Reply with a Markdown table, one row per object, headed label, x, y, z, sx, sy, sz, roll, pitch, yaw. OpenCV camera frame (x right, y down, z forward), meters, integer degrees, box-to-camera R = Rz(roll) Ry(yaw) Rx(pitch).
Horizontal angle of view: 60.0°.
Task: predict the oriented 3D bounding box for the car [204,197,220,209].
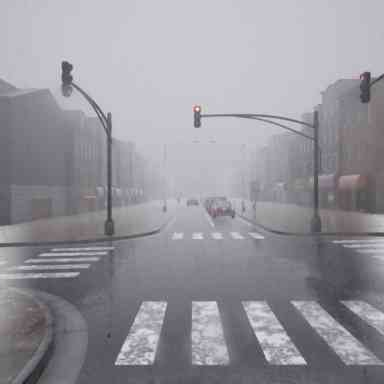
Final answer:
| label | x | y | z | sx | sy | sz | roll | pitch | yaw |
| --- | --- | --- | --- | --- | --- | --- | --- | --- | --- |
| car | 2.718 | 1.509 | 45.918 | 1.967 | 1.590 | 4.097 | -1 | 0 | 0 |

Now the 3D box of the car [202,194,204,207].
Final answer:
| label | x | y | z | sx | sy | sz | roll | pitch | yaw |
| --- | --- | --- | --- | --- | --- | --- | --- | --- | --- |
| car | 2.706 | 1.370 | 40.516 | 2.192 | 1.841 | 5.009 | -1 | 0 | 0 |

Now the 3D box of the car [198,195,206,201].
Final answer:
| label | x | y | z | sx | sy | sz | roll | pitch | yaw |
| --- | --- | --- | --- | --- | --- | --- | --- | --- | --- |
| car | 2.812 | 1.702 | 94.540 | 1.967 | 1.590 | 4.097 | -1 | 0 | 0 |

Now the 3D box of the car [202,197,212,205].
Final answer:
| label | x | y | z | sx | sy | sz | roll | pitch | yaw |
| --- | --- | --- | --- | --- | --- | --- | --- | --- | --- |
| car | 2.751 | 1.648 | 62.295 | 1.752 | 1.417 | 4.829 | -1 | 0 | 0 |

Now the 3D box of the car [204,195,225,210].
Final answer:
| label | x | y | z | sx | sy | sz | roll | pitch | yaw |
| --- | --- | --- | --- | --- | --- | --- | --- | --- | --- |
| car | 2.696 | 1.356 | 35.113 | 2.192 | 1.841 | 5.009 | -1 | 0 | 0 |

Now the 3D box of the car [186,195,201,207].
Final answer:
| label | x | y | z | sx | sy | sz | roll | pitch | yaw |
| --- | --- | --- | --- | --- | --- | --- | --- | --- | --- |
| car | 0.106 | 1.601 | 54.773 | 1.837 | 1.490 | 4.892 | 0 | 0 | 0 |

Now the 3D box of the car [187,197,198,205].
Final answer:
| label | x | y | z | sx | sy | sz | roll | pitch | yaw |
| --- | --- | --- | --- | --- | --- | --- | --- | --- | --- |
| car | 0.127 | 1.697 | 65.193 | 1.994 | 1.385 | 4.181 | 0 | 0 | 0 |

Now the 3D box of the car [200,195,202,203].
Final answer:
| label | x | y | z | sx | sy | sz | roll | pitch | yaw |
| --- | --- | --- | --- | --- | --- | --- | --- | --- | --- |
| car | 2.728 | 1.525 | 51.320 | 1.967 | 1.590 | 4.097 | -1 | 0 | 0 |

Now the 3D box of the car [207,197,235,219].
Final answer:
| label | x | y | z | sx | sy | sz | roll | pitch | yaw |
| --- | --- | --- | --- | --- | --- | --- | --- | --- | --- |
| car | 2.687 | 1.470 | 29.711 | 1.967 | 1.590 | 4.097 | -1 | 0 | 0 |
